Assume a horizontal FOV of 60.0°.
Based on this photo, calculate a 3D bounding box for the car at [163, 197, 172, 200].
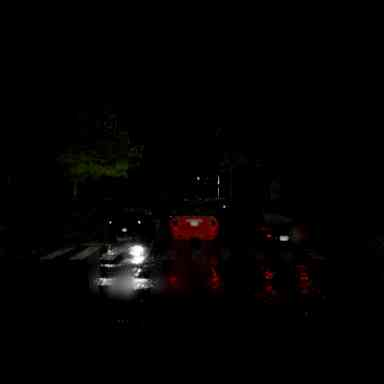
[{"bbox_3d":[-3.330,1.419,42.944,1.882,1.535,5.008,0,0,0],"label":"car"}]

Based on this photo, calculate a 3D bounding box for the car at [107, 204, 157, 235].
[{"bbox_3d":[-3.347,1.581,18.757,1.895,1.301,4.718,0,0,0],"label":"car"}]

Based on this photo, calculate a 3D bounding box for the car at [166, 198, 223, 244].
[{"bbox_3d":[0.100,1.336,15.916,2.097,1.767,4.553,0,0,0],"label":"car"}]

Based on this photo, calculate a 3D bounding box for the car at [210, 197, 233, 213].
[{"bbox_3d":[3.347,1.517,36.493,1.994,1.385,4.181,0,0,0],"label":"car"}]

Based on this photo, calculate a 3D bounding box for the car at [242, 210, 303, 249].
[{"bbox_3d":[3.351,1.512,14.413,1.812,1.442,4.674,0,0,0],"label":"car"}]

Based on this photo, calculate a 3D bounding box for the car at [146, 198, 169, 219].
[{"bbox_3d":[-3.346,1.529,28.724,1.994,1.385,4.181,0,0,0],"label":"car"}]
